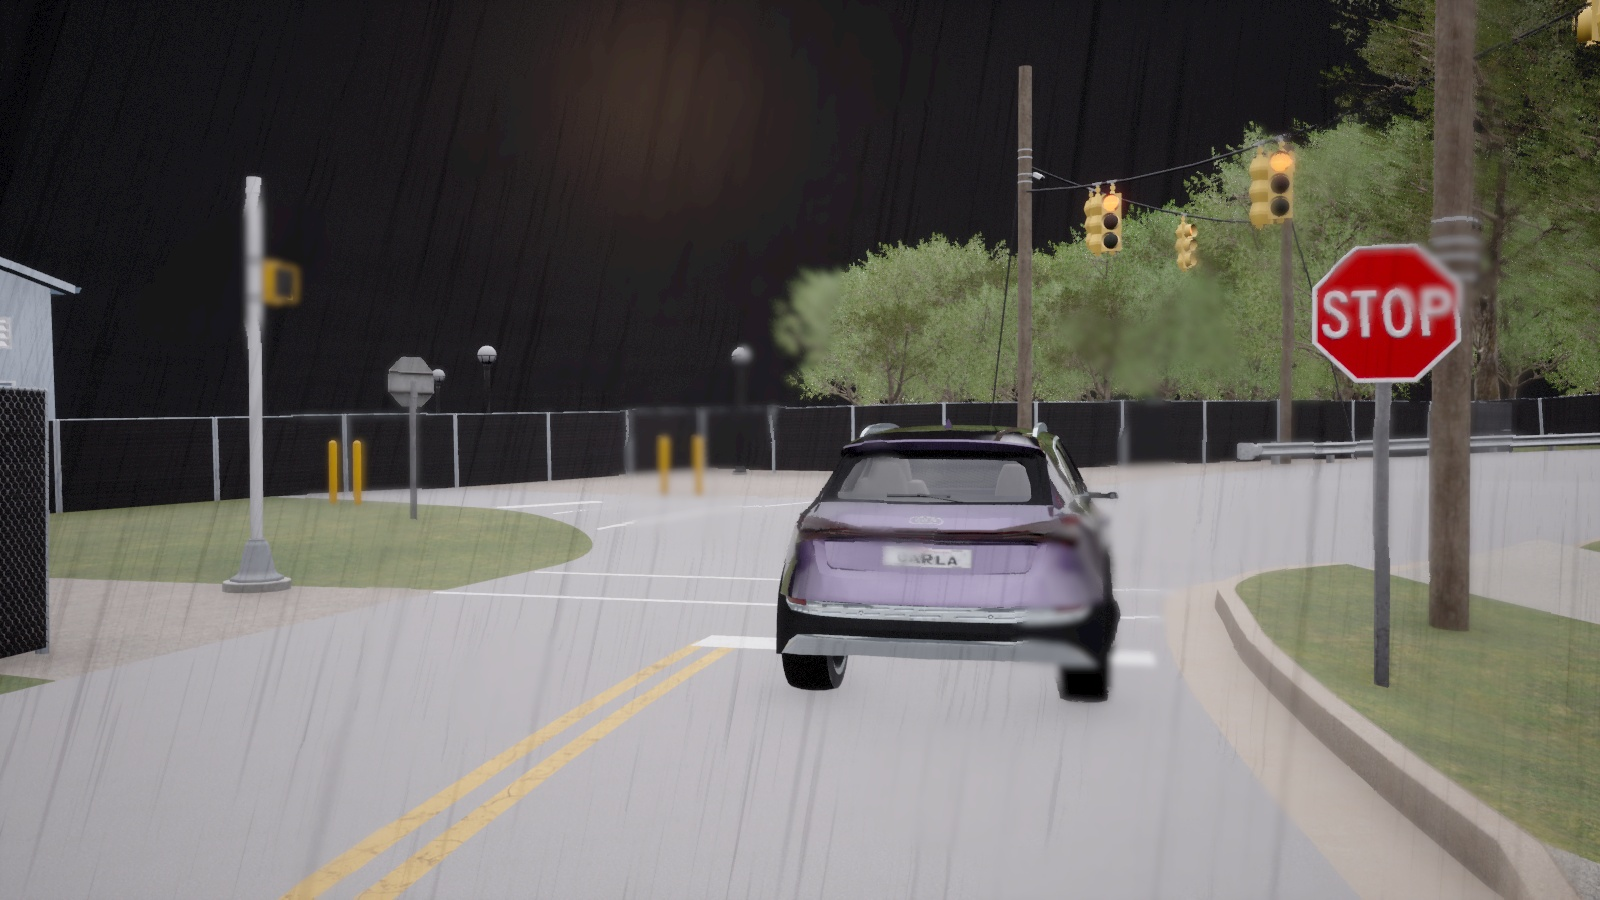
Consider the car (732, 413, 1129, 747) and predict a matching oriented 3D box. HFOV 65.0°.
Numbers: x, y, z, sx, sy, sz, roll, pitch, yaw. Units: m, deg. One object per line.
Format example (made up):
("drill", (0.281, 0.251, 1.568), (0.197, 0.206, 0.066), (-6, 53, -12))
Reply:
("car", (1.199, 0.626, 8.790), (2.033, 1.649, 4.856), (0, 0, 14))
